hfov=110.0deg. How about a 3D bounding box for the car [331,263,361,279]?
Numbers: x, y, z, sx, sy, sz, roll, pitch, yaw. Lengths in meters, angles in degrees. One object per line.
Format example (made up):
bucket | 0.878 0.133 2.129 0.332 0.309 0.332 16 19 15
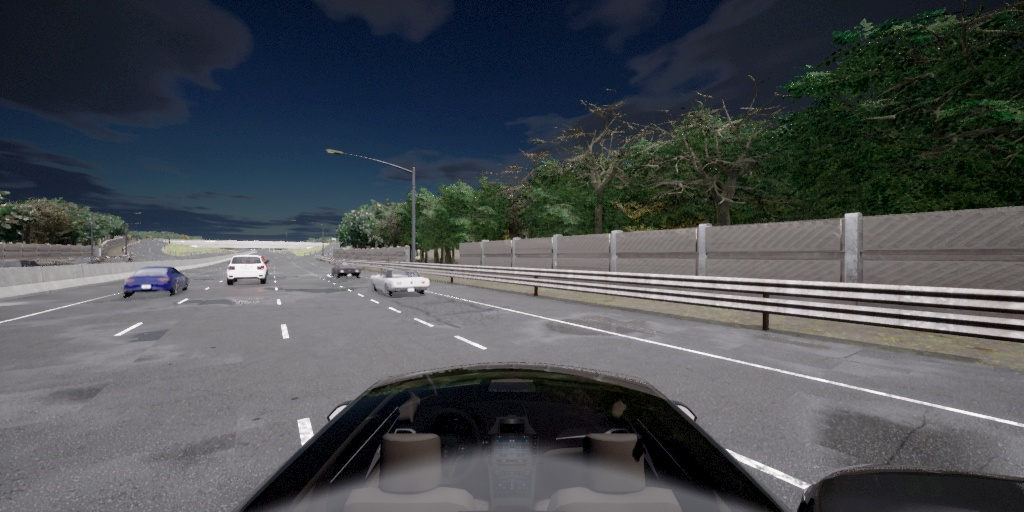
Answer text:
car | -15.284 1.334 32.828 1.895 1.301 4.718 0 0 -34

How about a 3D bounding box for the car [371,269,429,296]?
car | -6.154 1.346 19.252 1.895 1.301 4.718 0 0 -34

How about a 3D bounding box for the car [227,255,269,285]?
car | -19.274 0.957 26.216 2.150 2.045 5.566 0 0 -34

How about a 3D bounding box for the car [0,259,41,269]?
car | -35.973 1.076 25.632 2.097 1.767 4.553 0 0 -34

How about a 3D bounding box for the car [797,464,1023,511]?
car | 2.985 1.315 0.468 4.181 1.385 1.994 0 0 34

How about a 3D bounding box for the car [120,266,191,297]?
car | -18.458 1.266 18.724 1.812 1.442 4.674 0 0 -34
